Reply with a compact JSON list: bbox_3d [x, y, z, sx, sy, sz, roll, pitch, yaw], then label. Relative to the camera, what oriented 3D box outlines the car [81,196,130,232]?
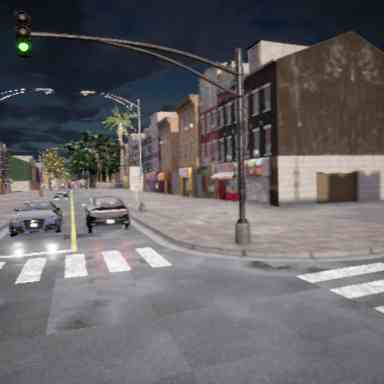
[{"bbox_3d":[-4.243,0.949,16.158,2.128,1.511,4.902,-2,2,-20],"label":"car"}]

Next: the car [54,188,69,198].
[{"bbox_3d":[-19.407,0.125,49.472,2.033,1.411,5.357,-2,2,-20],"label":"car"}]

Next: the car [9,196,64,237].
[{"bbox_3d":[-7.163,1.125,15.541,1.994,1.385,4.181,-2,3,-20],"label":"car"}]
